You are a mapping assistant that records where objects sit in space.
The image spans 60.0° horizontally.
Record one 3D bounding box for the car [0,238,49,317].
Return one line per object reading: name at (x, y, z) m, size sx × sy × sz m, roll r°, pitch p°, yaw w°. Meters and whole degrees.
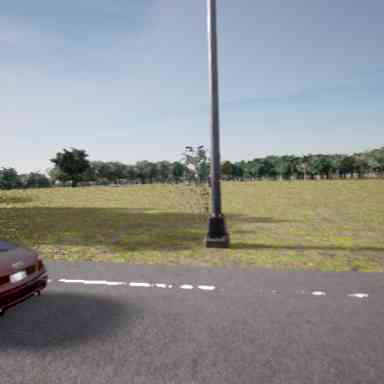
car at (-4.740, 1.356, 5.788) m, size 4.181 × 1.385 × 1.994 m, roll -1°, pitch 3°, yaw 13°
